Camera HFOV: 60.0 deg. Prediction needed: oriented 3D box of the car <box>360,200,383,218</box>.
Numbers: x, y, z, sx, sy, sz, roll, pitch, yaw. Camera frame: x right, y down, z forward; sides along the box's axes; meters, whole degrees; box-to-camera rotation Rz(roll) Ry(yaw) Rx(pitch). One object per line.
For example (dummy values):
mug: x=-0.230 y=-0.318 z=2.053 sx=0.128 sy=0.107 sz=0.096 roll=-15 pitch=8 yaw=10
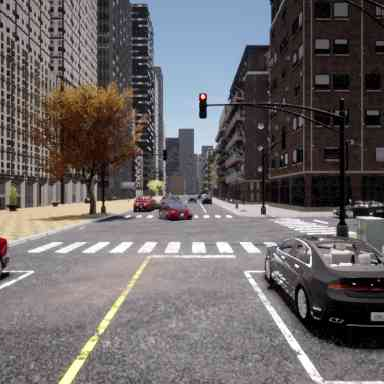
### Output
car: x=14.773 y=1.345 z=23.769 sx=4.181 sy=1.385 sz=1.994 roll=-1 pitch=0 yaw=0

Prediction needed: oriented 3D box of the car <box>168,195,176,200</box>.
car: x=-5.547 y=1.654 z=94.578 sx=2.008 sy=1.369 sz=4.403 roll=0 pitch=0 yaw=0

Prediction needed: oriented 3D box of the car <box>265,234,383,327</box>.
car: x=2.698 y=1.551 z=6.948 sx=2.008 sy=1.369 sz=4.403 roll=0 pitch=0 yaw=0

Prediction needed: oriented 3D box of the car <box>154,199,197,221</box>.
car: x=-1.461 y=1.575 z=27.500 sx=1.994 sy=1.385 sz=4.181 roll=0 pitch=0 yaw=-20

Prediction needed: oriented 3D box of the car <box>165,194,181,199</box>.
car: x=-2.989 y=1.393 z=58.384 sx=2.097 sy=1.767 sz=4.553 roll=0 pitch=0 yaw=0

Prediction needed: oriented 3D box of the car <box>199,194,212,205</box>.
car: x=2.783 y=1.611 z=61.427 sx=1.947 sy=1.339 sz=4.313 roll=0 pitch=0 yaw=0

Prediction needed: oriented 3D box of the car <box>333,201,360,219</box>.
car: x=13.465 y=1.350 z=26.337 sx=4.403 sy=1.369 sz=2.008 roll=-1 pitch=1 yaw=0

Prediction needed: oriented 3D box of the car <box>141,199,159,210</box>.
car: x=-5.624 y=1.592 z=44.872 sx=1.947 sy=1.339 sz=4.313 roll=0 pitch=0 yaw=0

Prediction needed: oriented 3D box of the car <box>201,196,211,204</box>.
car: x=2.792 y=1.578 z=67.120 sx=1.752 sy=1.417 sz=4.829 roll=0 pitch=0 yaw=0

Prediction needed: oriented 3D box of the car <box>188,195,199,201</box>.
car: x=0.104 y=1.547 z=68.661 sx=2.128 sy=1.511 sz=4.902 roll=0 pitch=0 yaw=0

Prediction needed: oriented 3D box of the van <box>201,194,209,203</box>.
van: x=2.799 y=1.402 z=72.474 sx=1.690 sy=1.788 sz=3.998 roll=0 pitch=0 yaw=0

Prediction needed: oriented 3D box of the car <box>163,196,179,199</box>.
car: x=-3.037 y=1.586 z=40.780 sx=1.994 sy=1.385 sz=4.181 roll=0 pitch=0 yaw=0

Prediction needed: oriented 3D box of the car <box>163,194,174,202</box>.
car: x=-5.573 y=1.386 z=78.009 sx=2.192 sy=1.841 sz=5.009 roll=0 pitch=0 yaw=0

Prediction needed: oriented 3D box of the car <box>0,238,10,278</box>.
car: x=-5.682 y=1.545 z=6.961 sx=1.887 sy=1.381 sz=4.507 roll=0 pitch=0 yaw=0

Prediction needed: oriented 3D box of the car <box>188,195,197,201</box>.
car: x=0.121 y=1.462 z=79.084 sx=2.033 sy=1.411 sz=5.357 roll=0 pitch=0 yaw=0

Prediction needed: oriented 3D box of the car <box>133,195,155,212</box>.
car: x=-5.633 y=1.336 z=39.349 sx=2.192 sy=1.841 sz=5.009 roll=0 pitch=0 yaw=0
